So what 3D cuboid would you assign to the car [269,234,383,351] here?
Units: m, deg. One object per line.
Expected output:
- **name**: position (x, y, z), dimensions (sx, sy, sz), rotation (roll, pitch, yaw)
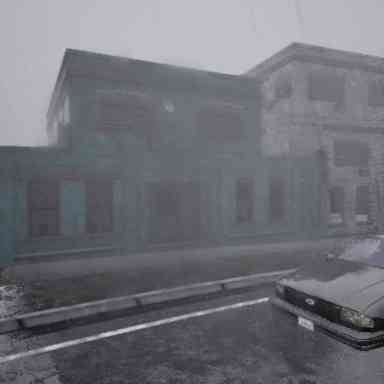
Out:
- **car**: position (4.001, 1.503, 6.027), dimensions (5.357, 1.411, 2.033), rotation (0, 1, -28)
